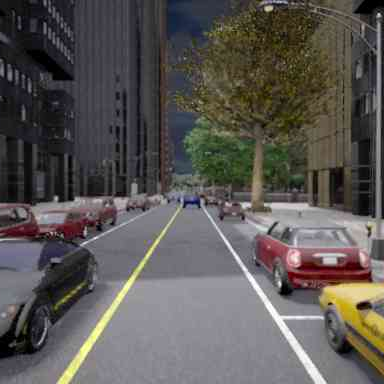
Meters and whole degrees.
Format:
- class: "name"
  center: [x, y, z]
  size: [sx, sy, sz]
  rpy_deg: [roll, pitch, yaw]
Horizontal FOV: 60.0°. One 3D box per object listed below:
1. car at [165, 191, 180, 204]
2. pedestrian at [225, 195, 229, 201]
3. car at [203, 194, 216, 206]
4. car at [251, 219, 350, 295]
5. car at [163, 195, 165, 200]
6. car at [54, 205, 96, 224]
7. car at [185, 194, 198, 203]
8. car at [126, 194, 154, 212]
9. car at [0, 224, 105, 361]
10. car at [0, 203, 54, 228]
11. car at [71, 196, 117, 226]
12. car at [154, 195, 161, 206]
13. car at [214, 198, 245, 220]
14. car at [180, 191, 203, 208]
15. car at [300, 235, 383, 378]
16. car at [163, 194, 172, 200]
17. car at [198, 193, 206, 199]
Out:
- class: "car"
  center: [-3.041, 0.879, 56.395]
  size: [2.150, 2.045, 5.566]
  rpy_deg: [0, 0, 0]
- class: "pedestrian"
  center: [2.979, 1.123, 28.744]
  size: [0.375, 1.860, 0.375]
  rpy_deg: [0, 0, 0]
- class: "car"
  center: [2.729, 1.289, 47.177]
  size: [1.947, 1.339, 4.313]
  rpy_deg: [0, 0, 0]
- class: "car"
  center: [2.758, 1.388, 8.585]
  size: [1.967, 1.590, 4.097]
  rpy_deg: [0, 0, 0]
- class: "car"
  center: [-5.800, 1.218, 52.504]
  size: [1.752, 1.417, 4.829]
  rpy_deg: [0, 0, 0]
- class: "car"
  center: [-5.772, 1.460, 14.087]
  size: [1.887, 1.381, 4.507]
  rpy_deg: [0, 0, 0]
- class: "car"
  center: [-0.022, 1.155, 59.002]
  size: [2.128, 1.511, 4.902]
  rpy_deg: [0, 0, 1]
- class: "car"
  center: [-5.787, 1.101, 36.135]
  size: [2.192, 1.841, 5.009]
  rpy_deg: [0, 0, 0]
- class: "car"
  center: [-3.105, 1.528, 5.902]
  size: [1.994, 1.385, 4.181]
  rpy_deg: [0, 0, 0]
- class: "car"
  center: [-5.767, 1.263, 8.573]
  size: [2.192, 1.841, 5.009]
  rpy_deg: [0, 0, 0]
- class: "car"
  center: [-5.775, 1.197, 19.598]
  size: [2.192, 1.841, 5.009]
  rpy_deg: [0, 0, 0]
- class: "car"
  center: [-5.796, 1.274, 47.162]
  size: [2.008, 1.369, 4.403]
  rpy_deg: [0, 0, 0]
- class: "car"
  center: [2.981, 1.372, 25.907]
  size: [1.812, 1.442, 4.674]
  rpy_deg: [0, 0, 0]
- class: "car"
  center: [-0.007, 0.972, 42.442]
  size: [2.150, 2.045, 5.566]
  rpy_deg: [0, 0, 0]
- class: "car"
  center: [2.761, 1.505, 3.243]
  size: [1.752, 1.417, 4.829]
  rpy_deg: [0, 0, 0]
- class: "car"
  center: [-5.820, 1.118, 79.339]
  size: [1.947, 1.339, 4.313]
  rpy_deg: [0, 0, 0]
- class: "car"
  center: [2.697, 1.068, 90.267]
  size: [1.947, 1.339, 4.313]
  rpy_deg: [0, 0, 0]
